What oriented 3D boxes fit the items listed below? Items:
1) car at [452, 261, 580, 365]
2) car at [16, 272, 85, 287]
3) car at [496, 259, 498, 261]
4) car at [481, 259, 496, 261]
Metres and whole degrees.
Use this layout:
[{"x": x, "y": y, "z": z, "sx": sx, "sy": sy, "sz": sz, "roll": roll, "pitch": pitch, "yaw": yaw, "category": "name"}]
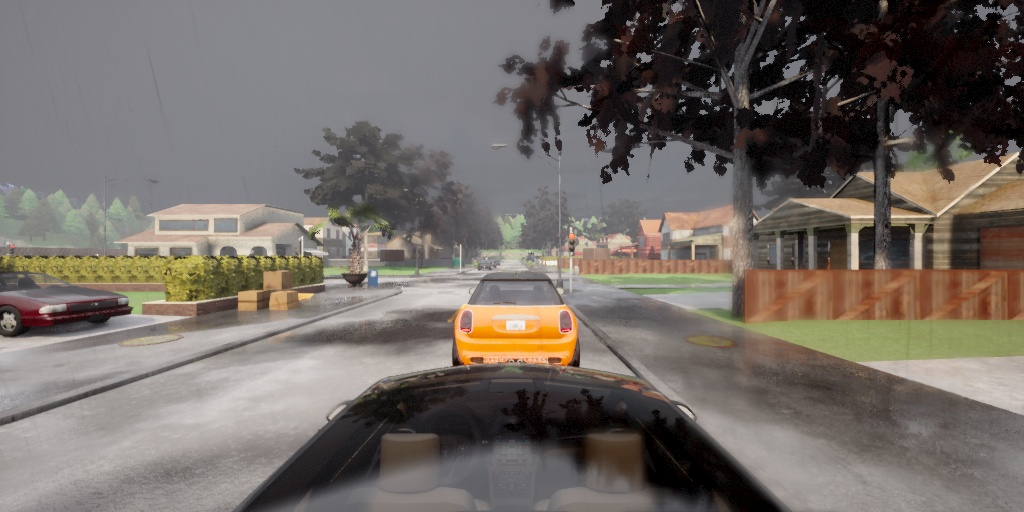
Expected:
[{"x": 0.097, "y": 1.102, "z": 7.727, "sx": 2.097, "sy": 1.767, "sz": 4.553, "roll": 0, "pitch": 0, "yaw": 1, "category": "car"}, {"x": -33.174, "y": 1.314, "z": 26.603, "sx": 4.181, "sy": 1.385, "sz": 1.994, "roll": 0, "pitch": 0, "yaw": 1, "category": "car"}, {"x": -3.581, "y": 1.241, "z": 60.276, "sx": 2.128, "sy": 1.511, "sz": 4.902, "roll": 0, "pitch": 0, "yaw": 1, "category": "car"}, {"x": -3.686, "y": 1.255, "z": 49.935, "sx": 1.837, "sy": 1.490, "sz": 4.892, "roll": 0, "pitch": 0, "yaw": 1, "category": "car"}]
